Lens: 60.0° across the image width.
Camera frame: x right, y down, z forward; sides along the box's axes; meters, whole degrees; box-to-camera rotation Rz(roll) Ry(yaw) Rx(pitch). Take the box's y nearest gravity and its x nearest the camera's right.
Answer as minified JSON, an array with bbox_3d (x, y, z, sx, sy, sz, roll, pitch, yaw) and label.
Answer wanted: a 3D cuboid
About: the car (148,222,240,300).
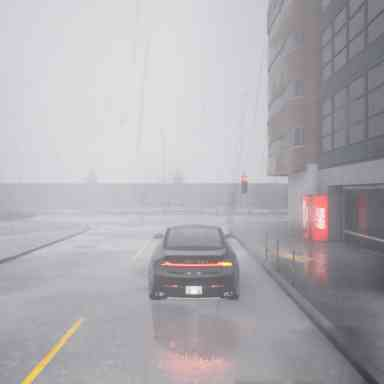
[{"bbox_3d":[0.055,1.505,8.361,1.837,1.490,4.892,0,0,1],"label":"car"}]

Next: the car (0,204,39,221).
[{"bbox_3d":[-15.009,1.601,26.769,4.718,1.301,1.895,0,0,0],"label":"car"}]
